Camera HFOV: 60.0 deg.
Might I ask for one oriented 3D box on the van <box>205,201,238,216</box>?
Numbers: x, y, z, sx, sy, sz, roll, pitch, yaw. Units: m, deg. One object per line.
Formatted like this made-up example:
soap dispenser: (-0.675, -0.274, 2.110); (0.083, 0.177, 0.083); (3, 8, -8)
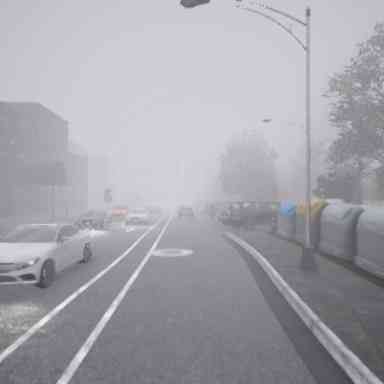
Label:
van: (4.281, 2.387, 48.021); (4.442, 1.987, 1.878); (1, -2, -22)

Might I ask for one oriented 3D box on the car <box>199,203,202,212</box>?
car: (4.094, 2.717, 50.938); (4.792, 1.488, 2.163); (1, -2, -22)

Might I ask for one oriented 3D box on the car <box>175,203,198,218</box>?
car: (-0.787, 2.439, 41.280); (2.128, 1.511, 4.902); (0, -2, -2)

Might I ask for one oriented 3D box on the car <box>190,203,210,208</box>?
car: (2.145, 3.509, 86.469); (4.674, 1.452, 2.002); (1, -2, -25)

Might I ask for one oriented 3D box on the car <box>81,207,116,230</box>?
car: (-7.355, 2.061, 25.248); (1.994, 1.385, 4.181); (0, -2, -2)

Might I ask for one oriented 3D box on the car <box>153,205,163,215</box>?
car: (-5.440, 2.743, 50.645); (2.033, 1.411, 5.357); (0, -1, -2)

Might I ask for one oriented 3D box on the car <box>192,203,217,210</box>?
car: (2.954, 3.296, 77.696); (5.366, 1.575, 1.946); (1, -2, -24)

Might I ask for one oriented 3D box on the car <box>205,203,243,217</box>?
car: (4.311, 2.408, 45.020); (4.553, 1.767, 2.185); (1, -1, -22)

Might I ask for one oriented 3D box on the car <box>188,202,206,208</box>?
car: (1.406, 3.685, 95.347); (4.674, 1.452, 2.002); (1, -1, -25)

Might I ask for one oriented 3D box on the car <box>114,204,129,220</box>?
car: (-7.737, 2.164, 36.224); (2.097, 1.767, 4.553); (0, -2, 0)

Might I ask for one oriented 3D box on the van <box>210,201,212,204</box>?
van: (4.707, 2.067, 36.189); (4.442, 1.987, 1.878); (1, -2, -22)

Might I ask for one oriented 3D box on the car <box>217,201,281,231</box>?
car: (5.049, 1.700, 24.331); (5.566, 2.045, 2.435); (1, -2, -22)

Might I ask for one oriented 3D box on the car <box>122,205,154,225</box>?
car: (-4.715, 2.149, 29.653); (1.812, 1.442, 4.674); (0, -2, -2)

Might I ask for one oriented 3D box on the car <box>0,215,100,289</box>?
car: (-4.287, 1.592, 9.467); (1.812, 1.442, 4.674); (0, -1, 1)

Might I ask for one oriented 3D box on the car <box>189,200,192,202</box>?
car: (2.348, 3.452, 83.522); (4.674, 1.452, 2.002); (0, -1, -24)

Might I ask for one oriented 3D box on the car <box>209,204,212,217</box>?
car: (4.651, 2.113, 30.137); (5.366, 1.575, 1.946); (1, -2, -22)

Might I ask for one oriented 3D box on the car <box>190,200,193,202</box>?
car: (2.573, 3.395, 80.583); (4.674, 1.452, 2.002); (1, -2, -24)

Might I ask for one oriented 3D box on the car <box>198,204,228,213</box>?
car: (3.742, 2.906, 59.823); (4.892, 1.521, 2.231); (1, -1, -23)

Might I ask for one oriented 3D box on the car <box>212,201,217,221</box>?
car: (4.897, 1.784, 27.254); (5.566, 2.045, 2.435); (1, -2, -22)

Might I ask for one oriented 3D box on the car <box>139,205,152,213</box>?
car: (-8.584, 3.062, 61.487); (1.895, 1.301, 4.718); (0, -1, -3)

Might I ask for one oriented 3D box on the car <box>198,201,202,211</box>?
car: (4.136, 2.762, 53.956); (5.366, 1.575, 1.946); (1, -2, -22)

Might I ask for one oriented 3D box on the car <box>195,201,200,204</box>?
car: (3.683, 2.827, 56.782); (5.366, 1.575, 1.946); (1, -1, -22)

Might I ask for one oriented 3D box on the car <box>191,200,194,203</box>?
car: (2.965, 3.234, 74.658); (5.008, 1.535, 2.097); (1, -2, -24)

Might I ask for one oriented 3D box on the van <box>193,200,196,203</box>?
van: (3.256, 2.948, 71.748); (4.442, 1.987, 1.878); (1, -2, -23)

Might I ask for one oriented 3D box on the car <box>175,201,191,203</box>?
car: (-1.846, 3.103, 65.751); (2.033, 1.411, 5.357); (0, -1, -3)

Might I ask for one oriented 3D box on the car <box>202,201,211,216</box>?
car: (4.525, 2.122, 39.111); (5.566, 2.045, 2.435); (1, -2, -22)
